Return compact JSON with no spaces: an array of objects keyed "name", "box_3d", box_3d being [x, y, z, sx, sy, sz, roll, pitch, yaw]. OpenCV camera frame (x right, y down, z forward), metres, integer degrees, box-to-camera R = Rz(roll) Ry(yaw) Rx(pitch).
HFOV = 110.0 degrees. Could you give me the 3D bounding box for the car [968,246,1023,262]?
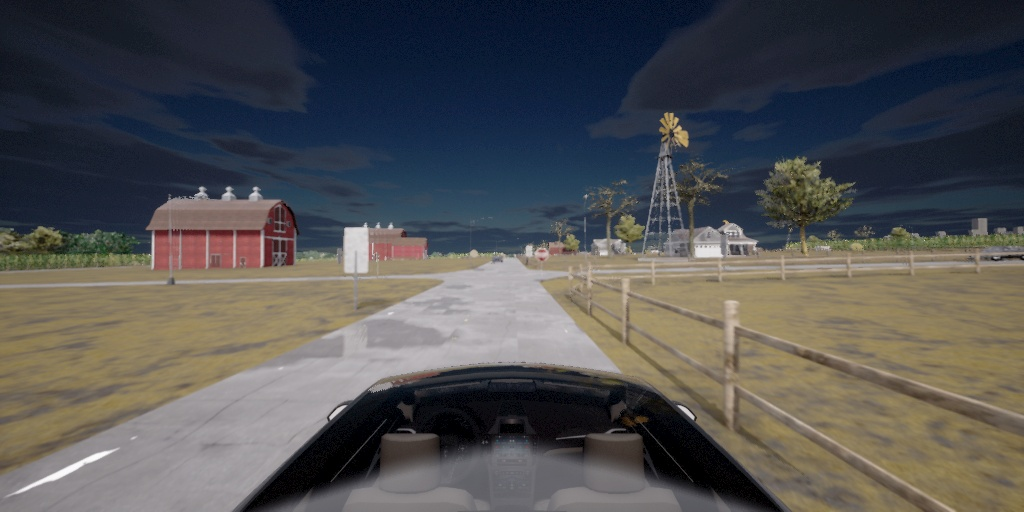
[{"name":"car","box_3d":[49.079,-0.234,36.127,4.902,1.511,2.128,-1,-1,0]}]
